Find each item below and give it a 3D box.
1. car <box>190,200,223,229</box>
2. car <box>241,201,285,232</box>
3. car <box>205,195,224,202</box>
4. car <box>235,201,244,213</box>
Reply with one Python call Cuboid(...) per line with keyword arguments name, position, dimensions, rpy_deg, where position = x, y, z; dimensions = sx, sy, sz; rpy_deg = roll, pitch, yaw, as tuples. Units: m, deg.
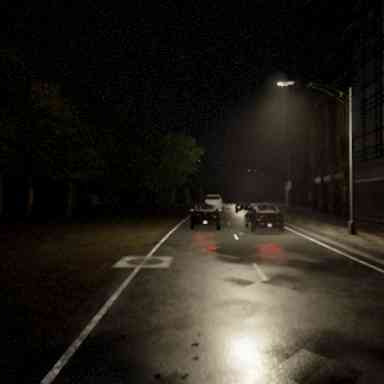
Cuboid(name="car", position=(0.927, 1.533, 21.944), dimensions=(1.837, 1.490, 4.892), rpy_deg=(0, 0, 4))
Cuboid(name="car", position=(4.311, 1.525, 20.202), dimensions=(1.837, 1.490, 4.892), rpy_deg=(0, 0, 3))
Cuboid(name="car", position=(2.727, 1.360, 40.854), dimensions=(2.150, 2.045, 5.566), rpy_deg=(0, 0, 7))
Cuboid(name="car", position=(6.000, 1.722, 38.816), dimensions=(1.895, 1.301, 4.718), rpy_deg=(0, 0, 7))
